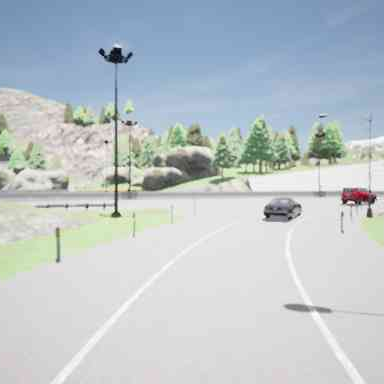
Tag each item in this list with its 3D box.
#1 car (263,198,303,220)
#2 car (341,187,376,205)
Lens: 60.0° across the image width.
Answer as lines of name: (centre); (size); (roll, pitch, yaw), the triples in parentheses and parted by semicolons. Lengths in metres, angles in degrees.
car: (6.643, 1.126, 24.062); (2.033, 1.411, 5.357); (1, 2, 28)
car: (20.193, 0.467, 40.253); (5.566, 2.045, 2.150); (-1, 2, -39)
